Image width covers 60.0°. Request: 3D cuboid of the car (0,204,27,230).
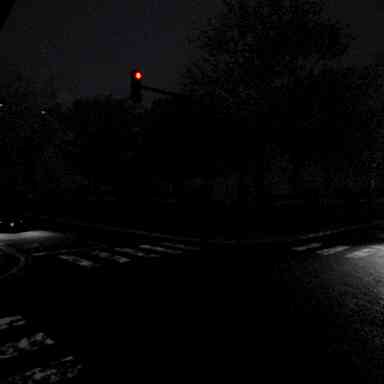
[{"bbox_3d":[-11.517,1.517,19.944,1.837,1.490,4.892,1,0,-44],"label":"car"}]
